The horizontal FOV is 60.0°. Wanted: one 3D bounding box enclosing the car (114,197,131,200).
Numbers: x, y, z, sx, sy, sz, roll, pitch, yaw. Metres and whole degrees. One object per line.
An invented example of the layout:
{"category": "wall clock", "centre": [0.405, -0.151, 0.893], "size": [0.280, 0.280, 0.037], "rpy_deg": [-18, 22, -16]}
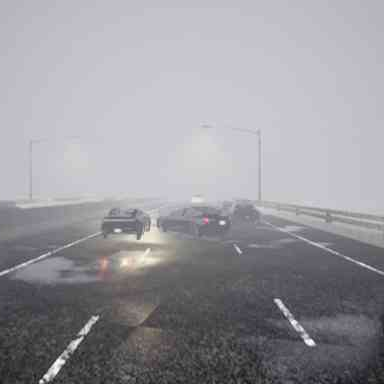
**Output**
{"category": "car", "centre": [-12.799, 1.699, 64.050], "size": [2.033, 1.411, 5.357], "rpy_deg": [0, 0, 3]}

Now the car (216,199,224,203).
{"category": "car", "centre": [3.884, 1.612, 35.251], "size": [1.994, 1.385, 4.181], "rpy_deg": [0, 0, 1]}

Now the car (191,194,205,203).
{"category": "car", "centre": [1.068, 1.355, 58.887], "size": [2.150, 2.045, 5.566], "rpy_deg": [0, 0, 3]}

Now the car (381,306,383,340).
{"category": "car", "centre": [3.502, 1.505, 2.516], "size": [2.163, 1.488, 4.792], "rpy_deg": [0, 0, 0]}

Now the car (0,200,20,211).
{"category": "car", "centre": [-13.920, 1.375, 23.079], "size": [2.097, 1.767, 4.553], "rpy_deg": [0, 0, 1]}

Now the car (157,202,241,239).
{"category": "car", "centre": [0.004, 1.518, 17.779], "size": [2.163, 1.488, 4.792], "rpy_deg": [0, 0, -38]}

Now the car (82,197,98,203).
{"category": "car", "centre": [-19.764, 1.630, 64.810], "size": [1.882, 1.535, 5.008], "rpy_deg": [0, 0, 3]}

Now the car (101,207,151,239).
{"category": "car", "centre": [-3.292, 1.505, 17.312], "size": [2.128, 1.511, 4.902], "rpy_deg": [0, 0, 1]}

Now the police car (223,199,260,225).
{"category": "police car", "centre": [3.689, 1.449, 24.441], "size": [1.930, 1.638, 5.238], "rpy_deg": [0, 0, 1]}

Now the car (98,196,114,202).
{"category": "car", "centre": [-16.254, 1.654, 65.124], "size": [1.837, 1.490, 4.892], "rpy_deg": [0, 0, 3]}
